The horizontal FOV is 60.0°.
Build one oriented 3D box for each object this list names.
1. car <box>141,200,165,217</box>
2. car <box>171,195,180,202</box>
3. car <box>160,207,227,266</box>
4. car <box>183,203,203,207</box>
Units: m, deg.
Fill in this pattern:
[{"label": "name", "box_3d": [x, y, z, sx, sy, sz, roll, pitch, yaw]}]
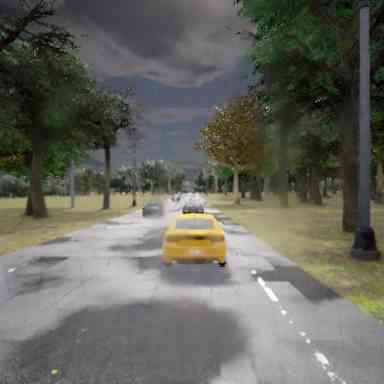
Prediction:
[{"label": "car", "box_3d": [-3.589, 1.541, 31.605, 1.837, 1.490, 4.892, 0, 0, 0]}, {"label": "car", "box_3d": [-3.480, 1.408, 72.030, 2.128, 1.511, 4.902, 0, 0, 0]}, {"label": "car", "box_3d": [0.094, 1.509, 11.645, 1.882, 1.535, 5.008, 0, 0, 0]}, {"label": "car", "box_3d": [0.106, 1.638, 30.492, 1.895, 1.301, 4.718, 0, 0, 0]}]
